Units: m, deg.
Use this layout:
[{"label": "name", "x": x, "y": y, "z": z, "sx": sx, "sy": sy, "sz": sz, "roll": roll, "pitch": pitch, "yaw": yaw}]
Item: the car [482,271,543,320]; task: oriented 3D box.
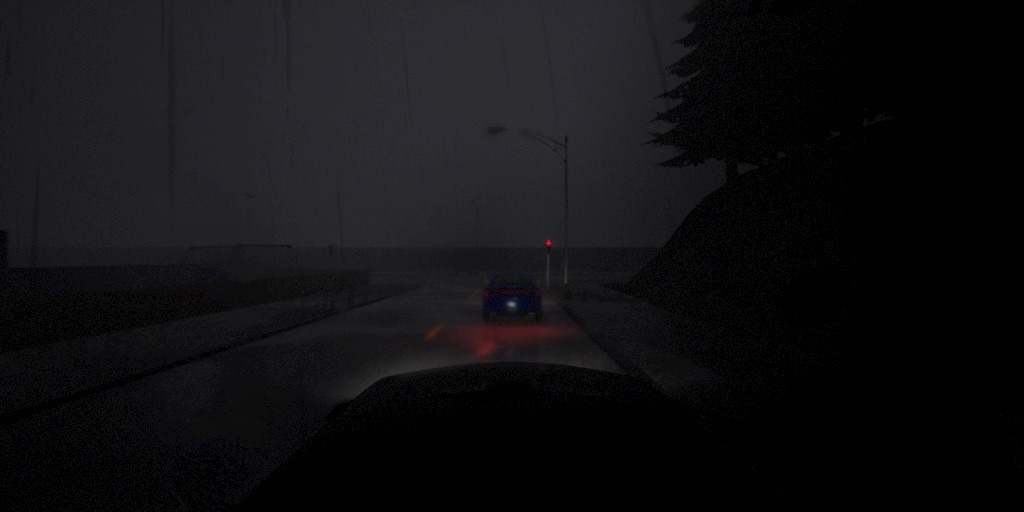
[{"label": "car", "x": 0.030, "y": 1.281, "z": 12.865, "sx": 1.882, "sy": 1.535, "sz": 5.008, "roll": 0, "pitch": 0, "yaw": 1}]

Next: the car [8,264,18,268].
[{"label": "car", "x": -47.673, "y": 1.375, "z": 33.075, "sx": 5.008, "sy": 1.535, "sz": 1.882, "roll": 0, "pitch": 0, "yaw": 1}]
